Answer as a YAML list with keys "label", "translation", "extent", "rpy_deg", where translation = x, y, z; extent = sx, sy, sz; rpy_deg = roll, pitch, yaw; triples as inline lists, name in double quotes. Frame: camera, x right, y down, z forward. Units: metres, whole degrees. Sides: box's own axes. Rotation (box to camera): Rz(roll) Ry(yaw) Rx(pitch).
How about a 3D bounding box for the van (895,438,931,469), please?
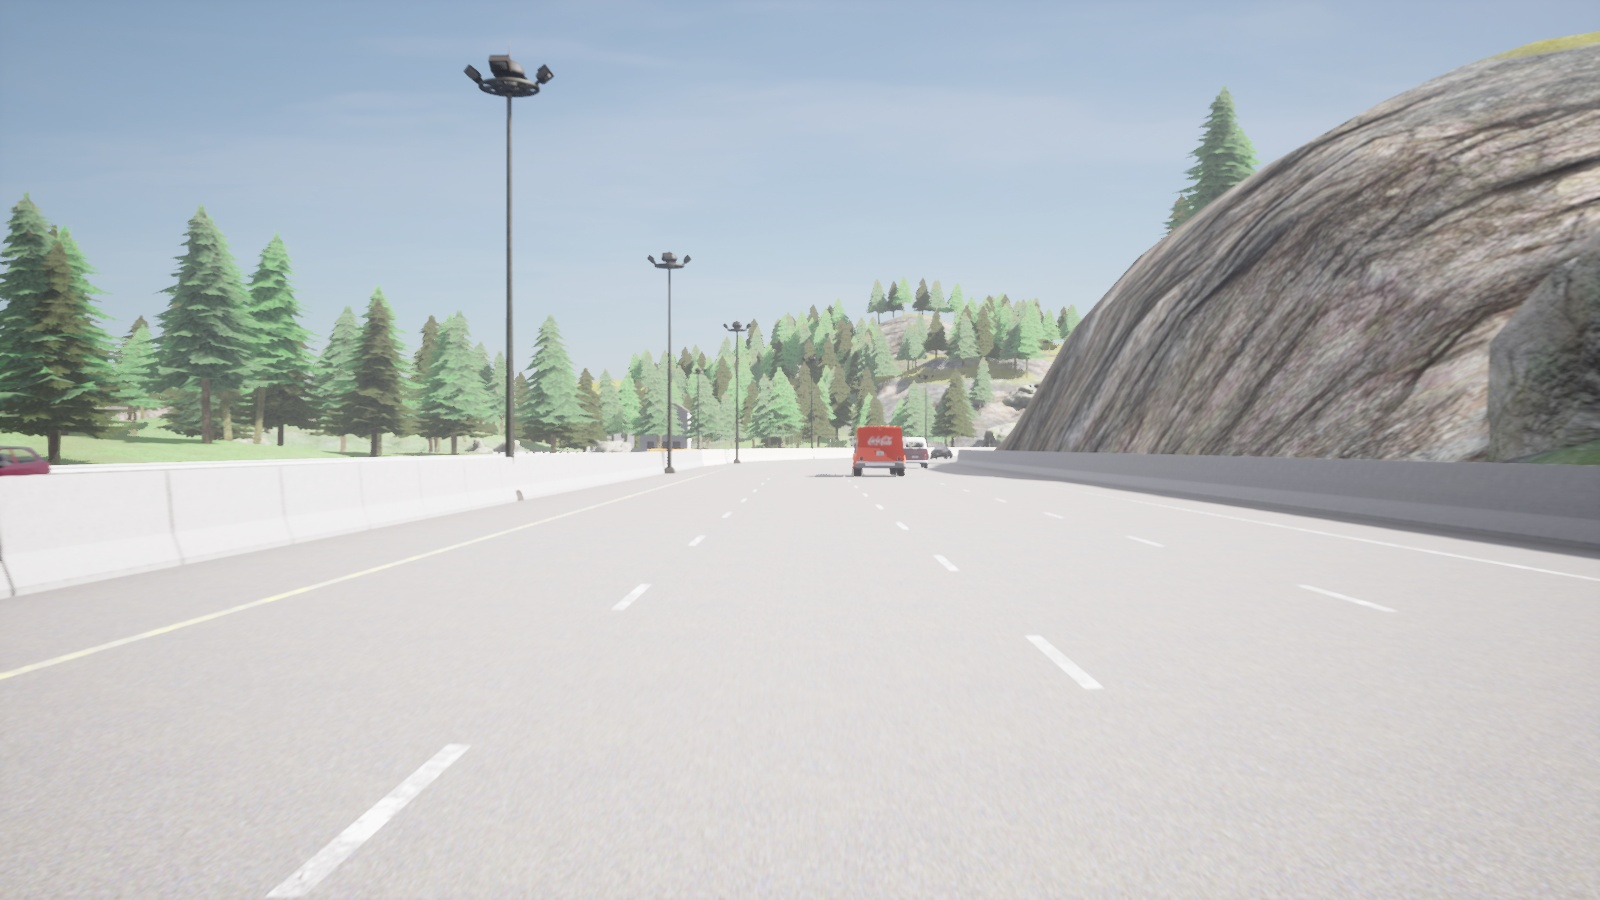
- label: "van"
  translation: [7.498, 0.214, 83.758]
  extent: [2.069, 2.038, 4.480]
  rpy_deg: [0, 0, 0]

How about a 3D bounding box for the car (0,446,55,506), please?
- label: "car"
  translation: [-20.804, 0.645, 31.660]
  extent: [1.845, 1.501, 3.633]
  rpy_deg: [0, 0, 0]

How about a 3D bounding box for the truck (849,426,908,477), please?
- label: "truck"
  translation: [3.876, 0.066, 62.955]
  extent: [2.627, 2.467, 5.204]
  rpy_deg: [0, 0, 0]
